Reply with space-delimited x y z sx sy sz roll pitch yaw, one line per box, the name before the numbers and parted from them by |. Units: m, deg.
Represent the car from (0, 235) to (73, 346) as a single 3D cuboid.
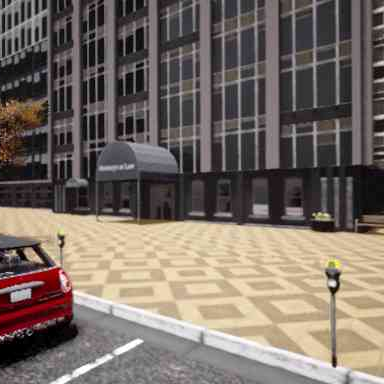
car | -3.912 1.438 5.671 4.097 1.590 1.967 0 0 36
